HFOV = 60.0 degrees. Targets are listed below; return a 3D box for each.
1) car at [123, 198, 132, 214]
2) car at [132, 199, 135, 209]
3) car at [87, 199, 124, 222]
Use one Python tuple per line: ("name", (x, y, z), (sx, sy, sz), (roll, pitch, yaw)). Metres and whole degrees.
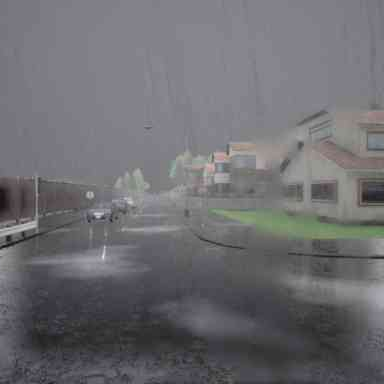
("car", (-7.805, 1.505, 35.407), (1.837, 1.490, 4.892), (0, 0, -5))
("car", (-8.777, 1.526, 45.324), (1.812, 1.442, 4.674), (0, 0, -5))
("car", (-6.883, 1.491, 26.033), (2.128, 1.511, 4.902), (0, 0, -5))
